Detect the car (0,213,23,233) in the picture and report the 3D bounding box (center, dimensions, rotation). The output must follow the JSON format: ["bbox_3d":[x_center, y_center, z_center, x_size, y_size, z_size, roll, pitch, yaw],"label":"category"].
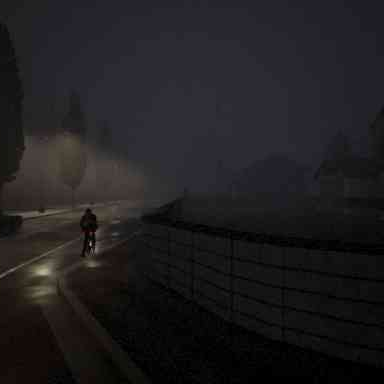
[{"bbox_3d":[-10.629,1.598,17.017,1.895,1.301,4.718,0,0,-1],"label":"car"}]

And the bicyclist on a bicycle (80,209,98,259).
[{"bbox_3d":[-3.382,1.366,10.906,0.582,1.620,1.656,4,-10,-29],"label":"bicyclist on a bicycle"}]
